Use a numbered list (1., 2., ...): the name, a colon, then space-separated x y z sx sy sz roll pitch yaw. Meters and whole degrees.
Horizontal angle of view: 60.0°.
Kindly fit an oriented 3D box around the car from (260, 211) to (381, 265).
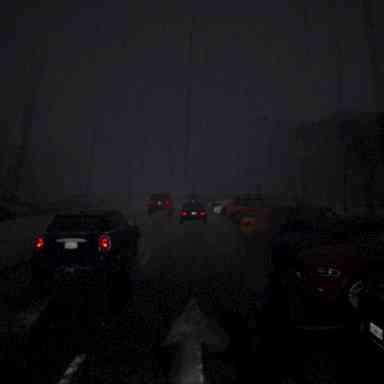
1. car: 4.681 1.453 9.688 4.792 1.488 2.163 0 0 0

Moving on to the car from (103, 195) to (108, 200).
1. car: -15.739 1.311 48.674 5.566 2.045 2.435 0 -1 0

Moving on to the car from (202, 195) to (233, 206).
1. car: 4.682 1.499 62.353 5.566 2.045 2.435 0 -1 0

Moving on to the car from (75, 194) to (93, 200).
1. car: -15.788 1.357 43.160 4.553 1.767 2.185 0 -1 0

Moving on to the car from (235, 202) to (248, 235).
1. car: 4.895 1.393 15.121 5.366 1.575 1.946 0 0 0

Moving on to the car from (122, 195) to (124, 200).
1. car: -15.791 1.795 62.459 4.674 1.452 2.002 0 -1 0

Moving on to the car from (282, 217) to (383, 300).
1. car: 4.715 1.438 6.909 5.008 1.535 2.097 0 0 0

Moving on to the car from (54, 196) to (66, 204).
1. car: -15.708 1.125 32.141 5.566 2.045 2.435 0 0 0

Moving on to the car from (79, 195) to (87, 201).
1. car: -15.781 1.478 40.401 4.792 1.488 2.163 0 -1 0

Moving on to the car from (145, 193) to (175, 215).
1. car: -2.899 1.107 32.261 2.150 2.045 5.566 0 0 0

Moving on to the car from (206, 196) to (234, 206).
1. car: 4.743 1.551 56.912 4.553 1.767 2.185 0 -1 0

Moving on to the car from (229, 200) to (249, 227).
1. car: 4.716 1.384 17.900 4.892 1.521 2.231 0 0 0

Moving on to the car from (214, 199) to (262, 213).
1. car: 4.708 1.420 34.685 4.674 1.452 2.002 0 0 0

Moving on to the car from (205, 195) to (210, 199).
1. car: 4.716 1.509 45.670 5.008 1.535 2.097 0 -1 0

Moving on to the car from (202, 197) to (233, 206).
1. car: 4.526 1.711 59.566 5.366 1.575 1.946 0 -1 0

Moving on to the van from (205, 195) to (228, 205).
1. van: 4.830 1.562 65.252 4.442 1.987 1.878 0 -1 0

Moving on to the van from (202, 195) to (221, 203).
1. van: 4.625 1.710 79.147 4.442 1.987 1.878 0 0 0

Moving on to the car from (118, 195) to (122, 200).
1. car: -15.974 1.716 59.702 5.366 1.575 1.946 0 -1 0

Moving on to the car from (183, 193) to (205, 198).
1. car: 0.102 1.175 40.177 2.150 2.045 5.566 0 -1 0

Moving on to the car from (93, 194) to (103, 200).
1. car: -15.791 1.271 45.917 5.566 2.045 2.435 0 -1 0

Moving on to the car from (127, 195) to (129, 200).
1. car: -15.835 1.696 67.977 4.553 1.767 2.185 0 -1 0

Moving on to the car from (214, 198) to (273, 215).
1. car: 4.896 1.362 31.912 5.366 1.575 1.946 0 0 0

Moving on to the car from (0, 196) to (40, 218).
1. car: -15.540 1.360 26.631 5.366 1.575 1.946 0 0 0

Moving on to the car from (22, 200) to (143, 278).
1. car: -2.900 1.293 10.107 2.097 1.767 4.553 0 0 0

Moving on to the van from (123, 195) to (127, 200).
1. van: -15.682 1.563 65.221 4.442 1.987 1.878 0 -1 0

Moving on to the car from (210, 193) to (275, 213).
1. car: 4.682 1.105 29.134 5.566 2.045 2.435 0 0 0

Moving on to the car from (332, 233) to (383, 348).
1. car: 4.703 1.455 4.130 4.892 1.521 2.231 0 0 0

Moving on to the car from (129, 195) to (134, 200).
1. car: -15.781 1.601 70.737 5.566 2.045 2.435 0 -1 0

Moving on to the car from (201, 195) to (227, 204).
1. car: 4.756 1.631 73.588 5.566 2.045 2.435 0 -1 0

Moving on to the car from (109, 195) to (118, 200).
1. car: -15.968 1.678 56.943 5.366 1.575 1.946 0 -1 0

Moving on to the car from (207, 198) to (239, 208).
1. car: 4.740 1.625 51.352 4.792 1.488 2.163 0 -1 0

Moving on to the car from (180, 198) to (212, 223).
1. car: 0.101 1.426 23.905 2.033 1.411 5.357 0 0 0

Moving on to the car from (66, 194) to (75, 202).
1. car: -15.713 1.144 34.894 5.566 2.045 2.435 0 0 0

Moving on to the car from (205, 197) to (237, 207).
1. car: 4.706 1.636 54.132 5.008 1.535 2.097 0 -1 0

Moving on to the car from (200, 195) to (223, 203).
1. car: 4.779 1.709 81.924 5.566 2.045 2.435 0 -1 0

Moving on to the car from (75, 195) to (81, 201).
1. car: -15.741 1.416 37.650 5.008 1.535 2.097 0 0 0

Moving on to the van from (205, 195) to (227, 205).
1. van: 4.835 1.594 67.905 4.442 1.987 1.878 0 -1 0

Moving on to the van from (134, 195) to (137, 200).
1. van: -15.941 1.709 79.012 4.442 1.987 1.878 0 -1 0

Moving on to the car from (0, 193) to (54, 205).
1. car: -15.703 1.117 29.384 5.566 2.045 2.435 0 0 0

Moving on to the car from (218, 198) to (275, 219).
1. car: 4.709 1.394 26.359 4.674 1.452 2.002 0 0 0

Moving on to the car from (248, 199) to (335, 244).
1. car: 4.682 1.283 12.458 4.553 1.767 2.185 0 0 0

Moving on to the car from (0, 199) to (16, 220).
1. car: -15.718 1.408 23.873 4.674 1.452 2.002 0 0 0
